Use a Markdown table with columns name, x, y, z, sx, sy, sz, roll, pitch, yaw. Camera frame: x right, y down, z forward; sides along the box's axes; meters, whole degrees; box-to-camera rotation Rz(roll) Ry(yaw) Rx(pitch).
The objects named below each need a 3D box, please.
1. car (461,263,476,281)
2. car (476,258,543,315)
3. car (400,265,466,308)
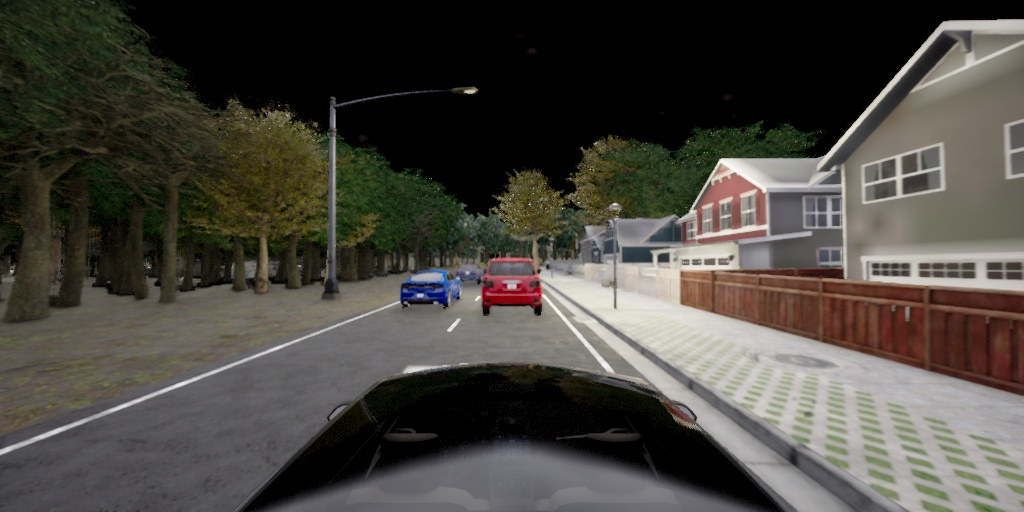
| name | x | y | z | sx | sy | sz | roll | pitch | yaw |
| --- | --- | --- | --- | --- | --- | --- | --- | --- | --- |
| car | -3.481 | 1.385 | 30.303 | 2.097 | 1.767 | 4.553 | 0 | -1 | 0 |
| car | 0.009 | 1.103 | 14.450 | 2.150 | 2.045 | 5.566 | 0 | 0 | 0 |
| car | -3.471 | 1.371 | 16.107 | 1.882 | 1.535 | 5.008 | 0 | 0 | 1 |
